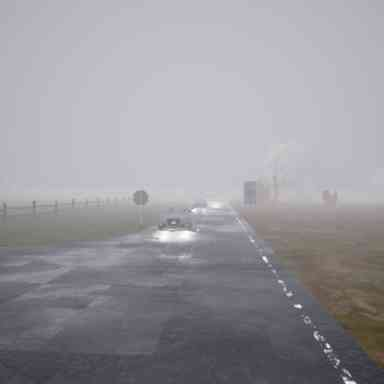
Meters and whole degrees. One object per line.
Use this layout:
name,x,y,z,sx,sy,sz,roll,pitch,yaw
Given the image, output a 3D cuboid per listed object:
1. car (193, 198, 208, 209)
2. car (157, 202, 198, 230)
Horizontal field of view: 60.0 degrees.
car,1.109,1.543,45.582,1.994,1.385,4.181,0,0,5
car,-0.890,1.566,20.905,1.994,1.385,4.181,0,0,5
